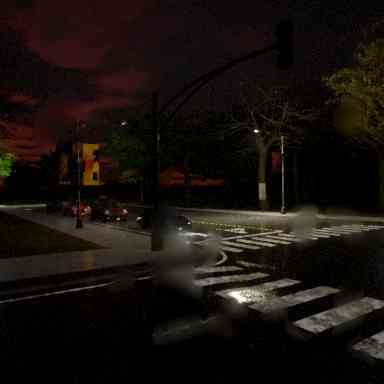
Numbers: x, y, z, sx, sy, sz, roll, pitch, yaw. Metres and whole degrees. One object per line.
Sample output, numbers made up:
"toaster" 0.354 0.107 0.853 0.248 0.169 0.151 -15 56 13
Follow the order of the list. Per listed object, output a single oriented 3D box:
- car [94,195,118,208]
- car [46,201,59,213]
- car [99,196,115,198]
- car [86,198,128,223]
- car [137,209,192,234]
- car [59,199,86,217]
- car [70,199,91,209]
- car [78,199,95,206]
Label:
"car" -15.055 1.653 57.916 2.150 2.045 5.566 -1 0 -35
"car" -18.867 2.035 46.121 1.882 1.535 5.008 -1 0 -35
"car" -13.811 1.782 50.373 2.097 1.767 4.553 -1 0 -35
"car" -7.500 1.717 29.798 2.097 1.767 4.553 -1 0 -35
"car" -2.002 1.819 22.046 2.033 1.411 5.357 -1 0 -29
"car" -13.110 1.812 37.817 2.097 1.767 4.553 -1 0 -35
"car" -19.674 2.079 58.683 2.033 1.411 5.357 -1 0 -35
"car" -21.172 2.100 66.661 1.994 1.385 4.181 -1 0 -35
